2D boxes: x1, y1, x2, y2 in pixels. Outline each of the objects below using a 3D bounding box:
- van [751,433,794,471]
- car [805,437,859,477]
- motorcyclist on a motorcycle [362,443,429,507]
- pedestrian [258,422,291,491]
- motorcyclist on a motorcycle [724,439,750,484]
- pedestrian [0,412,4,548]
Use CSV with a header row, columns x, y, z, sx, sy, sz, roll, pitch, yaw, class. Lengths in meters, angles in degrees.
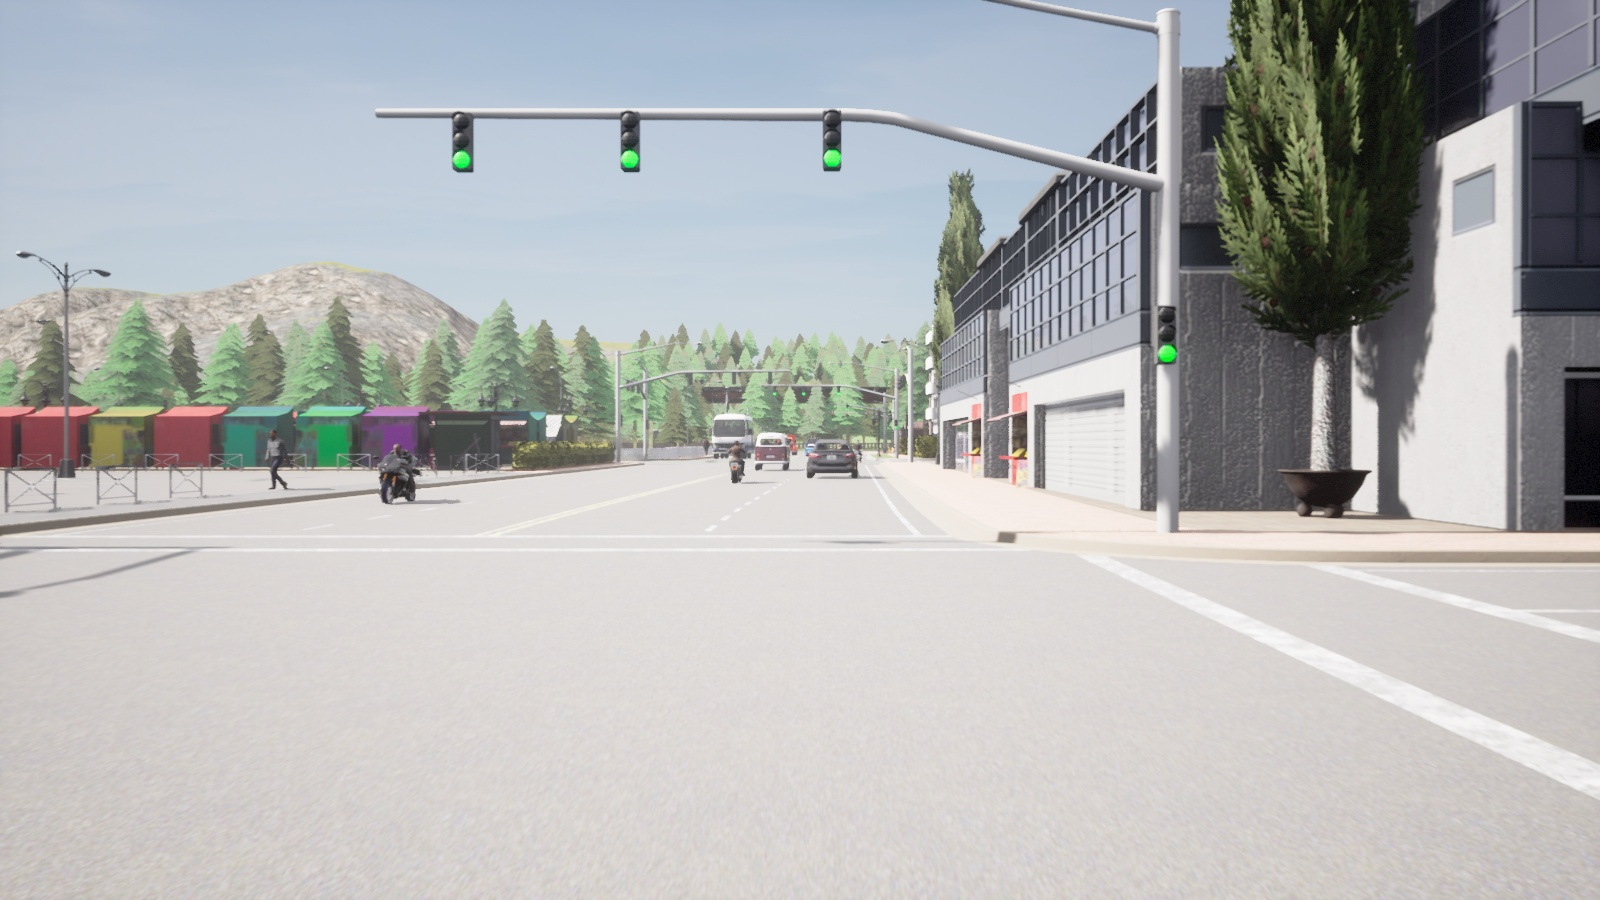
x,y,z,sx,sy,sz,roll,pitch,yaw,class
-1.477,0.080,69.192,2.069,2.038,4.480,0,0,2,van
1.437,0.284,54.743,2.242,1.667,4.611,0,0,2,car
-10.024,0.598,31.203,0.866,1.530,2.191,0,0,2,motorcyclist on a motorcycle
-15.011,0.191,35.875,0.423,1.949,0.788,0,0,23,pedestrian
-2.365,0.428,47.391,0.766,1.649,2.350,0,0,2,motorcyclist on a motorcycle
-11.933,0.430,17.815,0.873,1.952,0.659,0,0,-6,pedestrian
